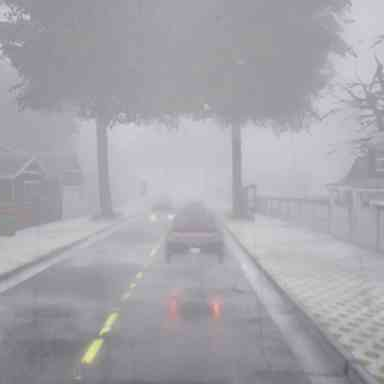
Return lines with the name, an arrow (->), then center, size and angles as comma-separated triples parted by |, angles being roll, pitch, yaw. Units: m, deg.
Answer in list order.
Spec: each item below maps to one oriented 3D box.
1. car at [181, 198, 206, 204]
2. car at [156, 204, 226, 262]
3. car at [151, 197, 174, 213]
car -> 0.128, 1.242, 27.197 | 2.128, 1.511, 4.902 | 0, 0, 0
car -> 0.098, 1.374, 11.552 | 2.128, 1.511, 4.902 | 0, 1, 0
car -> -2.783, 1.192, 32.170 | 1.882, 1.535, 5.008 | 0, 0, 0
